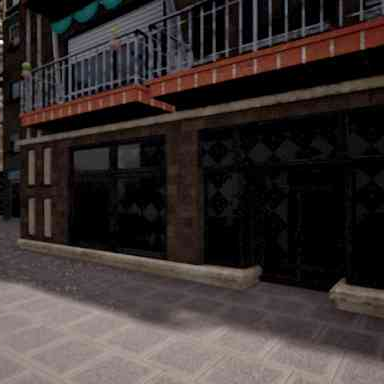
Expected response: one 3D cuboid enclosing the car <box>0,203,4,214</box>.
[{"bbox_3d":[-19.473,1.319,30.108,1.967,1.590,4.097,0,1,36],"label":"car"}]
